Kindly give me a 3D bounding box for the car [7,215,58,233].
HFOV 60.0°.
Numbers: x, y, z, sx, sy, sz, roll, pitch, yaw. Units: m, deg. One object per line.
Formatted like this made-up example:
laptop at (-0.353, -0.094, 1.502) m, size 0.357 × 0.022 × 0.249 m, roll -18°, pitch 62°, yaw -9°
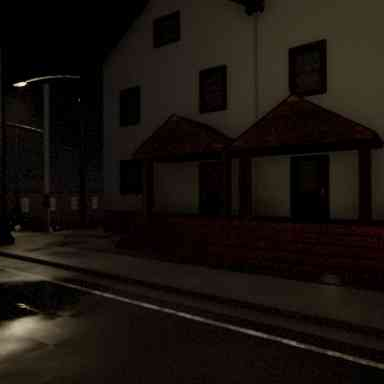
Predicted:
car at (-14.205, 2.767, 29.150) m, size 1.837 × 1.490 × 4.892 m, roll -1°, pitch -9°, yaw 36°
